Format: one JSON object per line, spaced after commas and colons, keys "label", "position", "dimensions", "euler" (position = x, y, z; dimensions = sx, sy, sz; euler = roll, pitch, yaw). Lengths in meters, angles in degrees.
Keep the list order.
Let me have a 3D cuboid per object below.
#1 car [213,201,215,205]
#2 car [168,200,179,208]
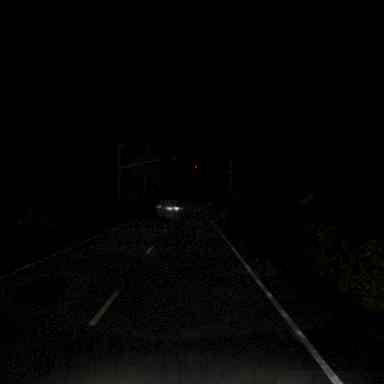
{"label": "car", "position": [7.581, 2.740, 86.260], "dimensions": [4.181, 1.385, 1.994], "euler": [0, -1, -1]}
{"label": "car", "position": [-3.540, 2.293, 63.476], "dimensions": [1.994, 1.385, 4.181], "euler": [0, -1, 0]}
